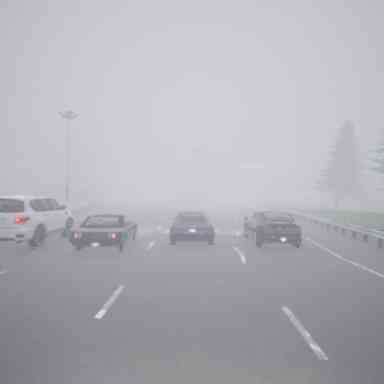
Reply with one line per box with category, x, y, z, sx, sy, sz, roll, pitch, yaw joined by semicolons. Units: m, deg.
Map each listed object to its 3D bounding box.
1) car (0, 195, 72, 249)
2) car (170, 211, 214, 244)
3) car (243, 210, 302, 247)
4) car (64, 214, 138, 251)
car;-6.970;1.153;14.397;2.150;2.045;5.566;1;0;-1
car;-0.040;1.599;15.989;1.994;1.385;4.181;1;0;-2
car;3.593;1.595;15.490;1.837;1.490;4.892;1;0;0
car;-3.472;1.581;14.005;1.895;1.301;4.718;1;0;-1
